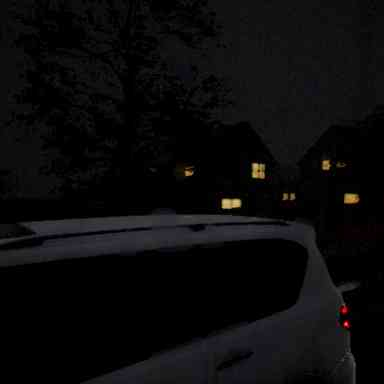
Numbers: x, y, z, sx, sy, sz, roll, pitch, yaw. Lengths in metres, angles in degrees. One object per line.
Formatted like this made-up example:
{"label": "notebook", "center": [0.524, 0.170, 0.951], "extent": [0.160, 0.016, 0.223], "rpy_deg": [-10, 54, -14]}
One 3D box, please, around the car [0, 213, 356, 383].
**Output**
{"label": "car", "center": [-1.174, 1.224, 2.228], "extent": [5.566, 2.045, 2.150], "rpy_deg": [1, 0, -35]}
